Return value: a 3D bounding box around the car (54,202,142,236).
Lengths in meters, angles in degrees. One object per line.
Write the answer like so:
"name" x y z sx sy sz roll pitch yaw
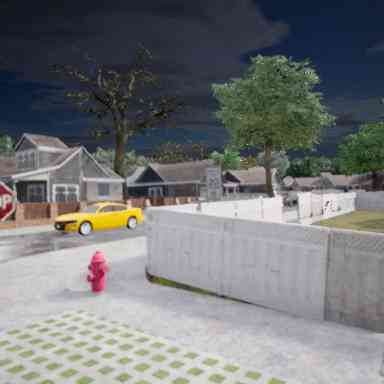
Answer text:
"car" -4.903 1.349 17.884 1.882 1.535 5.008 -2 -1 36

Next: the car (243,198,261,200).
"car" 5.731 1.252 32.369 1.895 1.301 4.718 -2 -1 36

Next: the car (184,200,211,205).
"car" 0.411 1.323 25.122 1.994 1.385 4.181 -2 -1 36

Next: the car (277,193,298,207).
"car" 11.561 0.888 40.281 2.097 1.767 4.553 -2 -1 37
